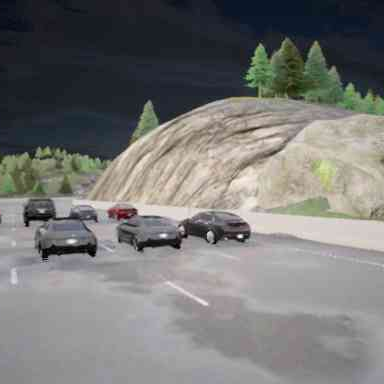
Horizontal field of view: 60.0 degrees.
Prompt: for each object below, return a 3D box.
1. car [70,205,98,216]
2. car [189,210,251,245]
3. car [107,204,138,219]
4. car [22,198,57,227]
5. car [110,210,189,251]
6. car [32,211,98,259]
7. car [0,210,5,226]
[{"bbox_3d":[-9.376,1.827,28.694,1.812,1.442,4.674,0,0,-28],"label":"car"},{"bbox_3d":[0.989,1.691,16.771,1.837,1.490,4.892,0,0,-28],"label":"car"},{"bbox_3d":[-6.446,1.803,30.644,1.882,1.535,5.008,0,0,-28],"label":"car"},{"bbox_3d":[-11.832,1.493,25.841,2.150,2.045,5.566,0,0,-28],"label":"car"},{"bbox_3d":[-2.069,1.727,15.069,1.994,1.385,4.181,0,-1,-28],"label":"car"},{"bbox_3d":[-5.122,1.705,13.354,1.994,1.385,4.181,0,-1,-28],"label":"car"},{"bbox_3d":[-15.358,1.763,25.027,1.837,1.490,4.892,0,0,-28],"label":"car"}]
